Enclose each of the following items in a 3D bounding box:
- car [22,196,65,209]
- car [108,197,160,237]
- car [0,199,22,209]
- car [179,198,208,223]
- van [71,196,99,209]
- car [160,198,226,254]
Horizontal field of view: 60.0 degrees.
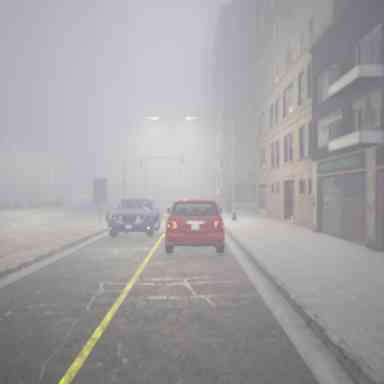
[{"bbox_3d":[-20.368,1.411,46.539,5.009,1.841,2.192,0,0,-1],"label":"car"},{"bbox_3d":[-3.001,1.294,18.518,2.150,2.045,5.566,0,0,0],"label":"car"},{"bbox_3d":[-26.008,1.658,46.453,4.313,1.339,1.947,0,0,-1],"label":"car"},{"bbox_3d":[0.098,1.382,26.500,2.097,1.767,4.553,0,0,0],"label":"car"},{"bbox_3d":[-14.727,1.438,46.626,3.998,1.788,1.690,0,0,-1],"label":"van"},{"bbox_3d":[0.100,1.236,13.648,2.150,2.045,5.566,0,0,0],"label":"car"}]
